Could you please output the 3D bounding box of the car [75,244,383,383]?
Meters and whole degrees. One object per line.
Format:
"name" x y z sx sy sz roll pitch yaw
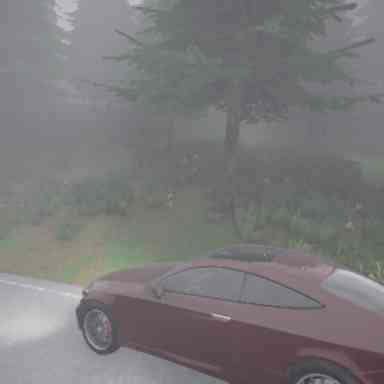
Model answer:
"car" 0.535 1.439 4.318 4.674 1.442 1.812 1 1 32
